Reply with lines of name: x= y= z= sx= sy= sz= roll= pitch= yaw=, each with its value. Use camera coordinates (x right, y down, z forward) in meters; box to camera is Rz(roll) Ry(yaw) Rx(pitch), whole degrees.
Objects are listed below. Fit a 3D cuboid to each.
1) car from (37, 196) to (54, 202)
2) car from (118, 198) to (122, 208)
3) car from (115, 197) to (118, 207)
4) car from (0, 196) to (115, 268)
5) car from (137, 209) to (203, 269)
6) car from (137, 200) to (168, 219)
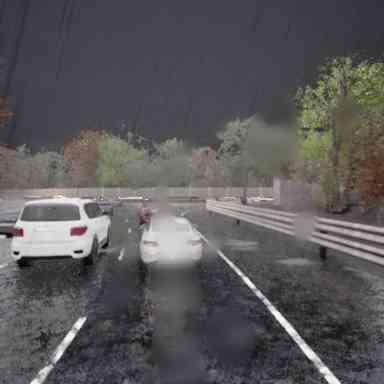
car: x=-36.317 y=1.616 z=82.387 sx=4.674 sy=1.442 sz=1.812 roll=0 pitch=0 yaw=41
car: x=-11.487 y=1.511 z=48.395 sx=2.128 sy=1.511 sz=4.902 roll=0 pitch=0 yaw=-26
car: x=-8.807 y=1.508 z=32.598 sx=2.128 sy=1.511 sz=4.902 roll=0 pitch=0 yaw=-17
car: x=-4.195 y=1.232 z=11.534 sx=2.150 sy=2.045 sz=5.566 roll=0 pitch=0 yaw=-7
car: x=-0.755 y=1.524 z=11.088 sx=1.812 sy=1.442 sz=4.674 roll=0 pitch=0 yaw=-6
car: x=-2.759 y=1.352 z=23.517 sx=2.097 sy=1.767 sz=4.553 roll=0 pitch=0 yaw=-12
